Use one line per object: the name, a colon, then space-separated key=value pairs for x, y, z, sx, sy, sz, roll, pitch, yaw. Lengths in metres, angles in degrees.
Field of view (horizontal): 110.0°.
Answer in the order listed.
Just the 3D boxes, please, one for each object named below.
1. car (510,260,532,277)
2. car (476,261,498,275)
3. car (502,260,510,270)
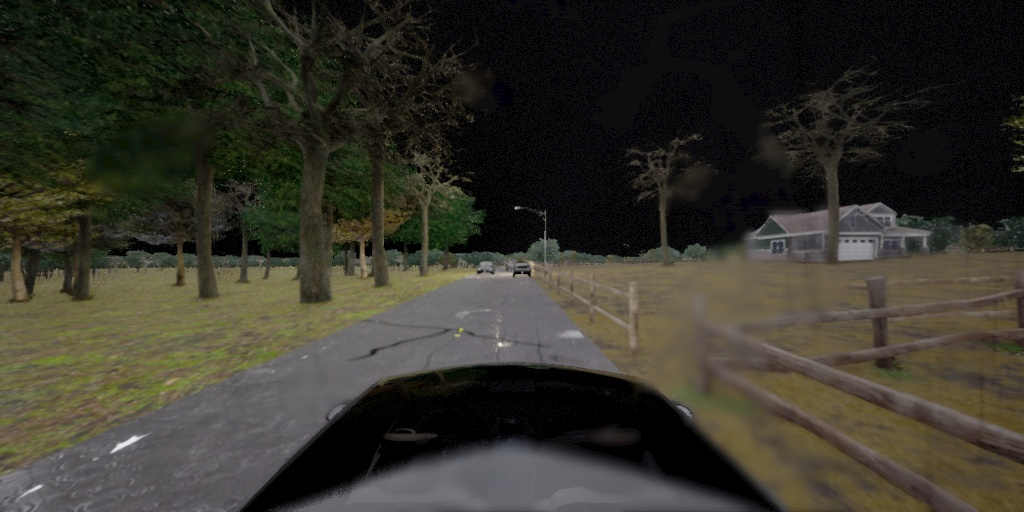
car: x=0.960 y=1.332 z=35.994 sx=1.837 sy=1.490 sz=4.892 roll=0 pitch=0 yaw=0
car: x=-2.837 y=1.348 z=39.896 sx=1.837 sy=1.490 sz=4.892 roll=0 pitch=0 yaw=0
car: x=-0.002 y=1.416 z=54.985 sx=2.128 sy=1.511 sz=4.902 roll=0 pitch=0 yaw=0
